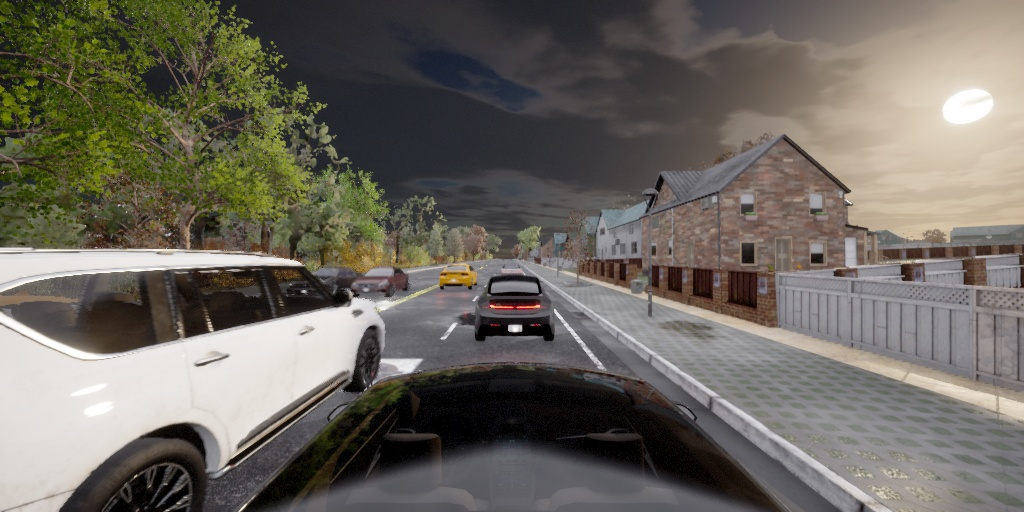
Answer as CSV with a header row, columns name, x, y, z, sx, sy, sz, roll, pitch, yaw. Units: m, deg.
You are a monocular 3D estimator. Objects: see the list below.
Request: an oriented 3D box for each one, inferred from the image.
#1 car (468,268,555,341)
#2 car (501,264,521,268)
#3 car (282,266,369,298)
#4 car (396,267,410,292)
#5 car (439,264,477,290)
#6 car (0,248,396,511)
name,x,y,z,sx,sy,sz,roll,pitch,yaw
car,0.052,1.258,9.869,1.837,1.490,4.892,0,0,0
car,-0.086,1.366,33.244,1.895,1.301,4.718,0,0,-2
car,-9.955,1.305,19.803,2.033,1.411,5.357,0,0,0
car,-6.710,1.283,18.785,1.812,1.442,4.674,0,0,0
car,-3.308,1.237,22.829,1.882,1.535,5.008,0,0,0
car,-3.159,0.971,3.570,2.150,2.045,5.566,0,0,0
